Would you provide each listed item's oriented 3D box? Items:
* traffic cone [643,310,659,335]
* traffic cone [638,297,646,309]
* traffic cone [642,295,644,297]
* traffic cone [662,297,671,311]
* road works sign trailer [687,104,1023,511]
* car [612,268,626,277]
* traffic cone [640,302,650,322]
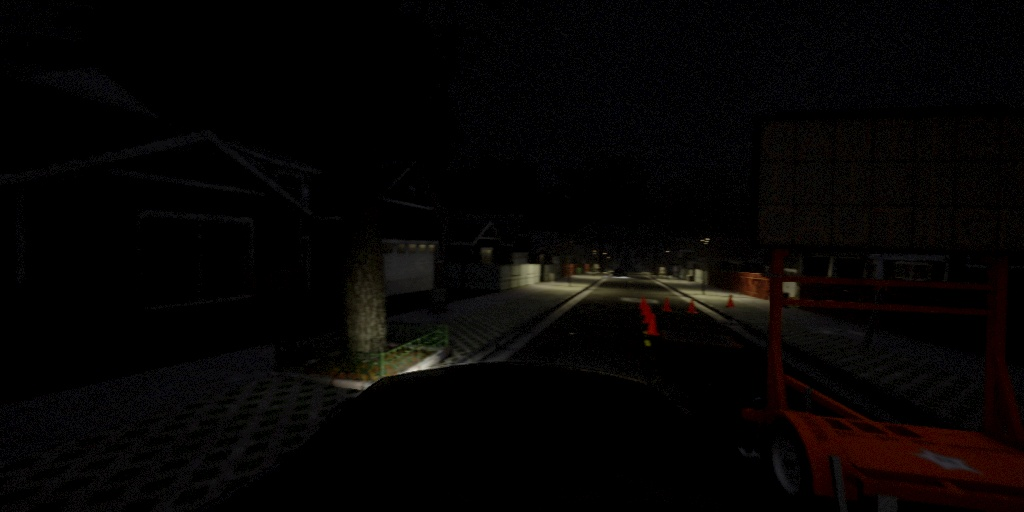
[{"bbox_3d":[4.014,1.935,10.277,0.340,0.580,0.340,0,0,18],"label":"traffic cone"},{"bbox_3d":[5.217,2.016,14.091,0.340,0.580,0.340,0,0,18],"label":"traffic cone"},{"bbox_3d":[5.818,2.057,15.998,0.340,0.580,0.340,0,0,18],"label":"traffic cone"},{"bbox_3d":[6.770,2.092,15.696,0.340,0.580,0.340,0,0,18],"label":"traffic cone"},{"bbox_3d":[3.504,0.368,3.583,2.380,3.560,2.880,0,0,10],"label":"road works sign trailer"},{"bbox_3d":[16.778,2.512,55.928,1.994,1.385,4.181,2,-1,18],"label":"car"},{"bbox_3d":[4.616,1.976,12.184,0.340,0.580,0.340,0,0,18],"label":"traffic cone"}]
